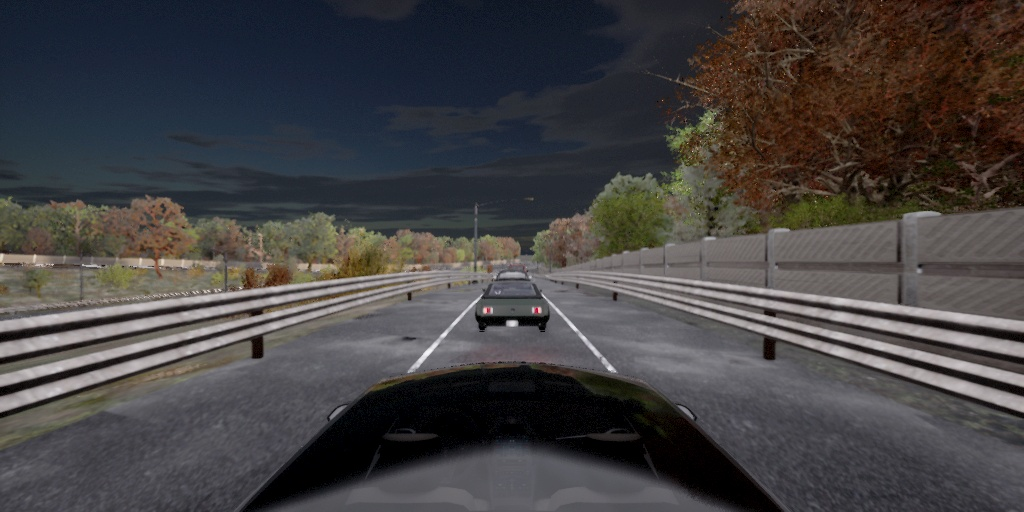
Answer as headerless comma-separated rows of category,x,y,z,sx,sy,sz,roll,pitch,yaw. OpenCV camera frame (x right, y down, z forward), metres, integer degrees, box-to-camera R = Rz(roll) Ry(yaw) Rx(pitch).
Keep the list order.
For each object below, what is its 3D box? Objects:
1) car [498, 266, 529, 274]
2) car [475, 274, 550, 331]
car,0.030,1.438,18.604,1.882,1.535,5.008,0,-2,0
car,0.010,1.402,11.056,1.895,1.301,4.718,0,-1,0
